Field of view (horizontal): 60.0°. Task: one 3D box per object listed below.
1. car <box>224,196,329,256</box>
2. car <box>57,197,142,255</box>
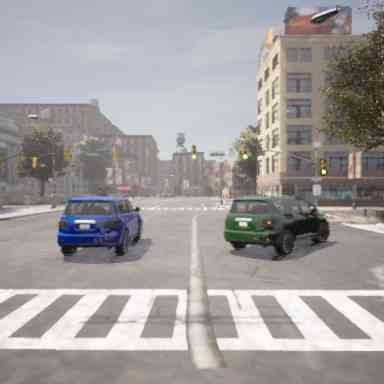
[{"bbox_3d":[3.557,1.189,13.389,2.150,2.045,5.566,-1,-1,42],"label":"car"},{"bbox_3d":[-3.394,1.188,13.223,2.150,2.045,5.566,0,0,0],"label":"car"}]
